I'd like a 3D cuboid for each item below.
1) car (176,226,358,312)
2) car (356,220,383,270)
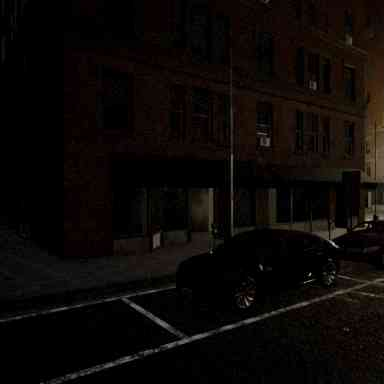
[{"bbox_3d":[1.683,1.566,7.714,4.313,1.339,1.947,0,0,-35],"label":"car"},{"bbox_3d":[6.173,1.582,10.894,4.206,1.307,1.802,0,0,-35],"label":"car"}]
